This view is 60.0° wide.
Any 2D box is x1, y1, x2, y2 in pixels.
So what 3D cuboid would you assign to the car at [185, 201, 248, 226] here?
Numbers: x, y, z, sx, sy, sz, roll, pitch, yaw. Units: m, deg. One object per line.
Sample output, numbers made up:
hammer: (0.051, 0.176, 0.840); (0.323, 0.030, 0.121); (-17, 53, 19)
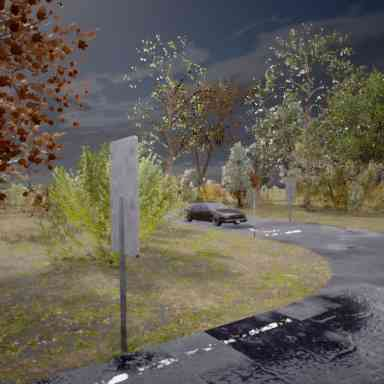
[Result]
car: (1.196, 1.339, 21.882); (2.033, 1.411, 5.357); (-1, 1, -35)
